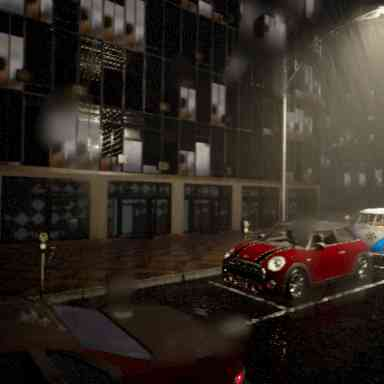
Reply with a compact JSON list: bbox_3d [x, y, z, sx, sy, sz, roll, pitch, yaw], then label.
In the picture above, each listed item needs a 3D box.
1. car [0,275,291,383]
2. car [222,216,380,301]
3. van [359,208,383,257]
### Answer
[{"bbox_3d":[-1.999,1.541,1.954,5.357,1.411,2.033,1,0,-36],"label":"car"},{"bbox_3d":[2.699,1.506,8.476,4.097,1.590,1.967,1,0,-36],"label":"car"},{"bbox_3d":[7.320,1.459,11.773,3.998,1.788,1.690,1,0,-36],"label":"van"}]
